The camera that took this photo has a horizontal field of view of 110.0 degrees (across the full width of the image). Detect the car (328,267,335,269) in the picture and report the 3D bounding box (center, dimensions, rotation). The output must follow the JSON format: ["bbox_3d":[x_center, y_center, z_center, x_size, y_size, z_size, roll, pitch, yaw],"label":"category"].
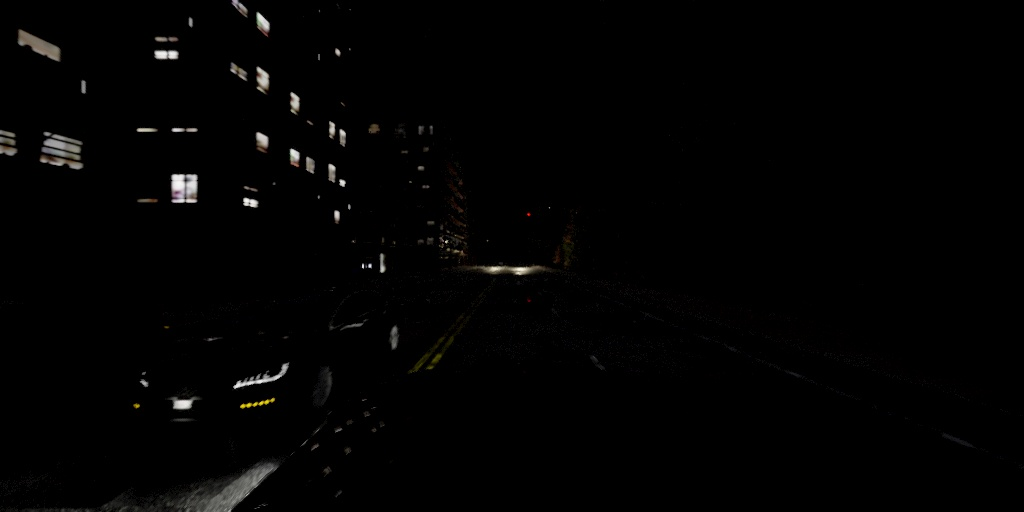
[{"bbox_3d":[-22.620,2.035,40.107,4.207,1.307,1.802,0,0,-1],"label":"car"}]

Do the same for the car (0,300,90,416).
[{"bbox_3d":[-6.601,1.301,4.128,1.812,1.442,4.674,0,-1,0],"label":"car"}]

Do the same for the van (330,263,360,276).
[{"bbox_3d":[-22.705,1.853,48.453,3.998,1.789,1.690,0,0,-1],"label":"van"}]

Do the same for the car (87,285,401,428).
[{"bbox_3d":[-3.350,1.302,6.079,1.837,1.490,4.892,0,-1,0],"label":"car"}]
